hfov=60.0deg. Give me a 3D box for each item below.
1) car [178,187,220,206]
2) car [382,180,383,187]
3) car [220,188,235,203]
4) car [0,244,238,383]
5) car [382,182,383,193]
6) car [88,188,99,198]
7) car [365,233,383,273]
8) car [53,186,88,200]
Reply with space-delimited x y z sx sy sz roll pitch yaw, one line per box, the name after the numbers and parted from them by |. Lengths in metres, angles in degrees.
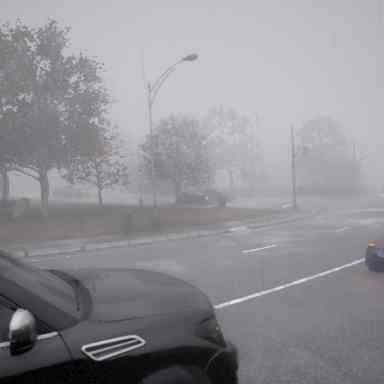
0.569 0.664 39.760 4.553 1.767 2.097 0 3 33 | car
43.722 -1.899 74.320 2.128 1.511 4.902 -1 2 29 | car
2.729 0.360 42.521 5.566 2.045 2.150 0 3 33 | car
-2.243 1.220 2.281 5.566 2.045 2.150 0 0 -35 | car
29.535 -0.530 49.412 1.994 1.385 4.181 -1 2 31 | car
-17.177 0.030 55.256 4.553 1.767 2.097 2 4 33 | car
6.562 1.451 9.316 4.181 1.385 1.994 -2 1 -42 | car
-19.692 0.053 52.713 5.566 2.045 2.150 2 4 33 | car
